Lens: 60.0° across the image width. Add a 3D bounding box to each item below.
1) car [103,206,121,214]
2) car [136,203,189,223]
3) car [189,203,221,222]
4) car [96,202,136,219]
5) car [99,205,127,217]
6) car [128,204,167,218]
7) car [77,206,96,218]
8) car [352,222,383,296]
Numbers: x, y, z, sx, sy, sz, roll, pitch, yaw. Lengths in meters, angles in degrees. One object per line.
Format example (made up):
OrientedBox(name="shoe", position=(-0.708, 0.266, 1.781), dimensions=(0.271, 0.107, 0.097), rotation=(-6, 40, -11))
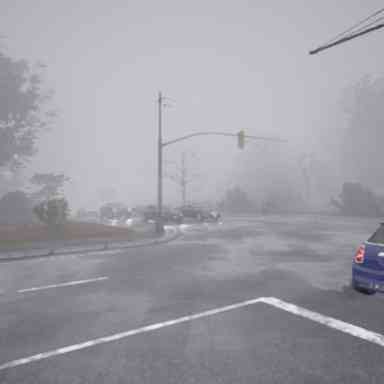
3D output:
OrientedBox(name="car", position=(-15.865, 3.588, 65.754), dimensions=(1.837, 1.490, 4.892), rotation=(0, -3, -33))
OrientedBox(name="car", position=(-2.420, 1.673, 26.230), dimensions=(1.837, 1.490, 4.892), rotation=(0, -1, -31))
OrientedBox(name="car", position=(0.431, 1.668, 28.200), dimensions=(2.128, 1.511, 4.902), rotation=(0, -1, -35))
OrientedBox(name="car", position=(-7.940, 1.868, 34.543), dimensions=(2.097, 1.767, 4.553), rotation=(0, -3, -33))
OrientedBox(name="car", position=(-10.738, 2.535, 45.142), dimensions=(2.128, 1.511, 4.902), rotation=(0, -3, -33))
OrientedBox(name="car", position=(-4.997, 2.068, 36.434), dimensions=(2.033, 1.411, 5.357), rotation=(0, -3, -33))
OrientedBox(name="car", position=(-13.486, 2.547, 42.954), dimensions=(1.812, 1.442, 4.674), rotation=(0, -3, -33))
OrientedBox(name="car", position=(5.665, 1.366, 7.441), dimensions=(4.553, 1.767, 2.097), rotation=(0, 0, -33))
